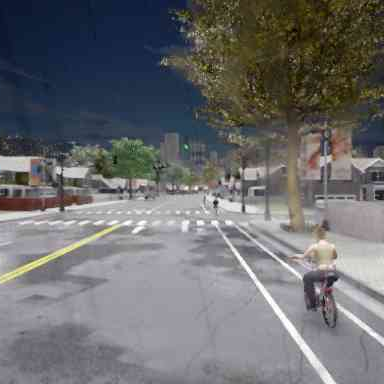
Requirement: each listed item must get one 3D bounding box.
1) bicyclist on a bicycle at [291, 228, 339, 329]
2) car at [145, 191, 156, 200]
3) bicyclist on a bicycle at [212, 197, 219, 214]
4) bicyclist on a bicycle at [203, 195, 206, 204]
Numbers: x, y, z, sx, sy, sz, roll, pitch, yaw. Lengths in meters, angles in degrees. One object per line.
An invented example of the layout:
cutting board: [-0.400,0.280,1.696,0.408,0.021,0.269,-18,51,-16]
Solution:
bicyclist on a bicycle: [2.269,1.435,5.968,0.866,1.612,1.509,0,0,0]
car: [-9.745,0.754,78.096,2.150,2.045,5.566,0,0,0]
bicyclist on a bicycle: [2.260,1.358,31.956,0.659,1.776,1.843,0,0,0]
bicyclist on a bicycle: [2.254,1.399,59.617,0.582,1.620,1.656,0,0,0]
